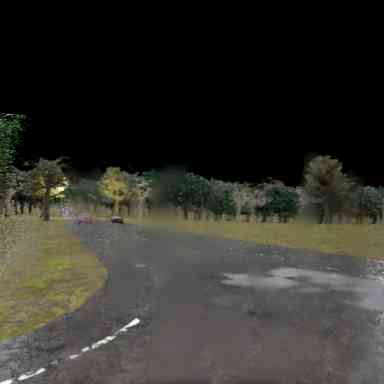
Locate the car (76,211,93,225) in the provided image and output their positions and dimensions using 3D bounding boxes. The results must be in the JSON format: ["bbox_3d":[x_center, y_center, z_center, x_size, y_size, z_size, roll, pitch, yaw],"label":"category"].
[{"bbox_3d":[-18.810,4.669,58.641,2.150,2.045,5.566,3,-4,-18],"label":"car"}]

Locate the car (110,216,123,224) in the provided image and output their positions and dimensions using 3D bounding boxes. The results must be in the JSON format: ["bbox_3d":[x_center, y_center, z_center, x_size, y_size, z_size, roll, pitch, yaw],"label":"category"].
[{"bbox_3d":[-15.192,5.647,67.004,1.882,1.535,5.008,4,-4,-23],"label":"car"}]
